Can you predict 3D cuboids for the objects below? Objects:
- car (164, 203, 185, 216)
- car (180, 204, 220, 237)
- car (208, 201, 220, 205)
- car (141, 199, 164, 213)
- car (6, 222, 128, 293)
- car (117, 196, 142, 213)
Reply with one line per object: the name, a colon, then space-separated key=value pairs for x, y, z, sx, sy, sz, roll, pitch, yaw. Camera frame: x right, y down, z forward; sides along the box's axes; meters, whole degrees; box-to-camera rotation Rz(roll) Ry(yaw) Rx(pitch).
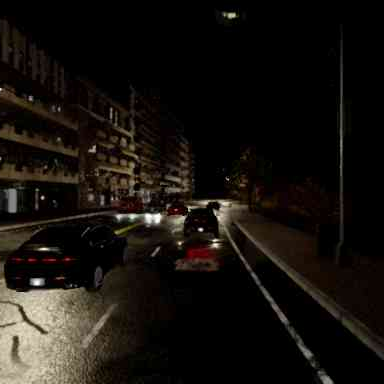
car: x=-1.489 y=1.894 z=37.054 sx=1.994 sy=1.385 sz=4.181 roll=0 pitch=-1 yaw=5
car: x=0.566 y=1.673 z=19.358 sx=1.837 sy=1.490 sz=4.892 roll=0 pitch=0 yaw=3
car: x=3.303 y=2.072 z=51.384 sx=1.994 sy=1.385 sz=4.181 roll=0 pitch=-1 yaw=7
car: x=-4.463 y=1.863 z=41.877 sx=2.128 sy=1.511 sz=4.902 roll=0 pitch=-1 yaw=6
car: x=-3.044 y=1.572 z=9.079 sx=1.837 sy=1.490 sz=4.892 roll=0 pitch=-1 yaw=1
car: x=-7.699 y=1.585 z=42.181 sx=2.150 sy=2.045 sz=5.566 roll=0 pitch=-1 yaw=6
